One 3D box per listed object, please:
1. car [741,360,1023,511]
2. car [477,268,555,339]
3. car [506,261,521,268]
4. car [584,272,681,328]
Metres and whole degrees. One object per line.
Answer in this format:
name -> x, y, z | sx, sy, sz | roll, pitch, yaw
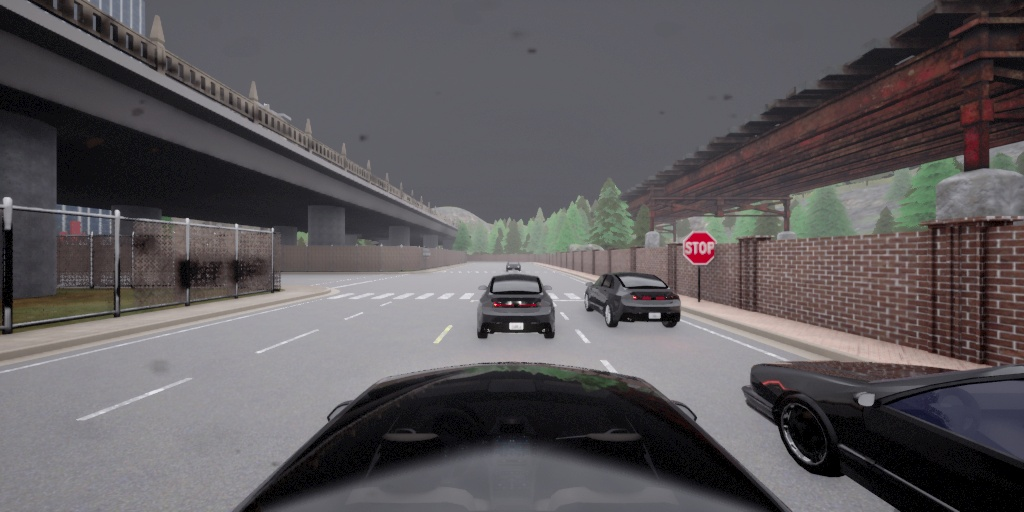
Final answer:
car -> 3.600, 1.297, 1.697 | 2.033, 1.411, 5.357 | 0, 0, 0
car -> 0.095, 1.255, 10.083 | 1.837, 1.490, 4.892 | 0, 0, 0
car -> 0.166, 1.351, 46.358 | 1.895, 1.301, 4.718 | 0, 0, -1
car -> 3.596, 1.255, 11.443 | 1.837, 1.490, 4.892 | 0, 0, 0
